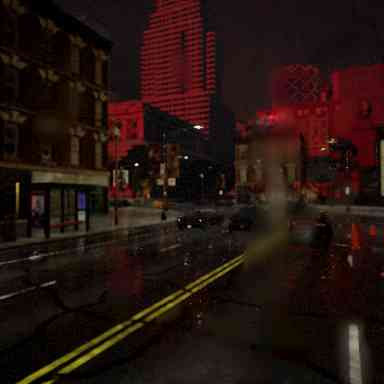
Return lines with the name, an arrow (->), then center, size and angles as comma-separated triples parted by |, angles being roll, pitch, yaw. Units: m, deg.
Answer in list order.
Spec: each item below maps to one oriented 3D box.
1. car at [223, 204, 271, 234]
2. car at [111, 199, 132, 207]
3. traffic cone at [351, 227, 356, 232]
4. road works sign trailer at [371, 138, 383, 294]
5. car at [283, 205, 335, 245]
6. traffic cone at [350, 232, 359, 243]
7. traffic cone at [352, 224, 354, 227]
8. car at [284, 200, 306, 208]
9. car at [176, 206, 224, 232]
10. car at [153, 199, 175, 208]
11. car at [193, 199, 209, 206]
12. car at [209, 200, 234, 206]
car -> 3.729, 1.687, 20.945 | 1.882, 1.535, 5.008 | 0, -1, 22
car -> -13.932, 2.236, 65.614 | 4.892, 1.490, 1.837 | -1, -1, 35
traffic cone -> 7.737, 2.101, 15.788 | 0.340, 0.580, 0.340 | 0, -1, 25
road works sign trailer -> 5.288, 0.525, 7.015 | 2.380, 3.560, 2.880 | 0, -1, 25
car -> 5.999, 1.651, 16.703 | 2.128, 1.511, 4.902 | 0, -1, 24
traffic cone -> 6.894, 2.085, 13.974 | 0.340, 0.580, 0.340 | 0, -1, 25
traffic cone -> 8.580, 2.118, 17.602 | 0.340, 0.580, 0.340 | 0, -1, 25
car -> 10.355, 1.820, 32.875 | 1.837, 1.490, 4.892 | 0, -1, 4
car -> 0.689, 1.834, 22.454 | 1.895, 1.301, 4.718 | 0, -1, 23
car -> -5.219, 2.142, 62.550 | 1.882, 1.535, 5.008 | 1, -1, -44
car -> 2.173, 2.240, 69.694 | 4.674, 1.452, 2.002 | -1, -1, 45
car -> 6.068, 2.261, 65.489 | 1.895, 1.301, 4.718 | 0, -1, -35
